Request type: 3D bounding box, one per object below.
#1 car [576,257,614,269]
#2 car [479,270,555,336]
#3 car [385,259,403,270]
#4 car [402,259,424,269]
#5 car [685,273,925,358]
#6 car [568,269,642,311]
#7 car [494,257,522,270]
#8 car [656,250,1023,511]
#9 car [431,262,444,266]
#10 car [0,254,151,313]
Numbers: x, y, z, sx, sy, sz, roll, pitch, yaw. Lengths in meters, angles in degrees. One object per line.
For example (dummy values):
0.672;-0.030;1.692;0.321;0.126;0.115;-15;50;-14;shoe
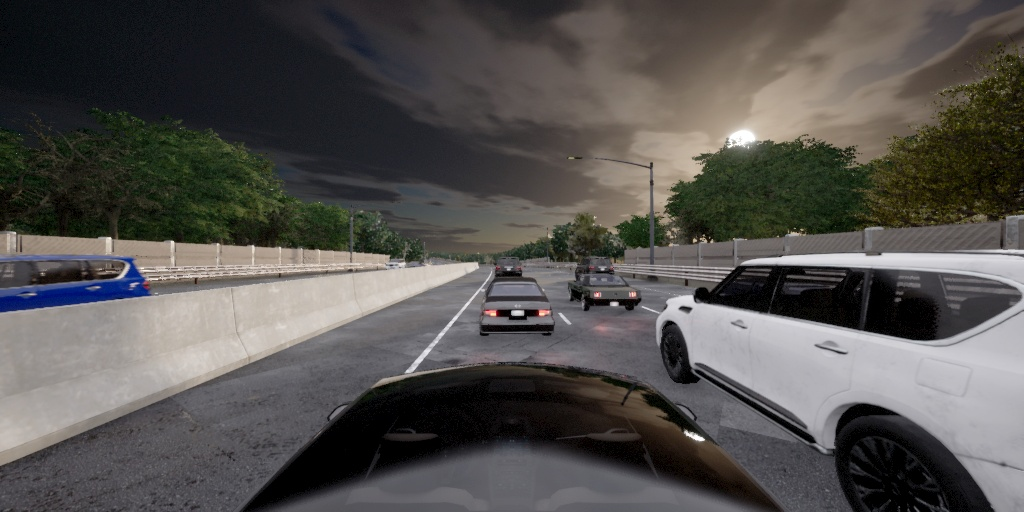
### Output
6.689;1.115;29.420;2.150;2.045;5.566;0;-1;-1;car
0.053;1.300;10.355;2.033;1.411;5.357;0;0;-2;car
-19.075;1.478;58.895;2.150;2.045;5.566;0;-1;-3;car
-15.513;1.577;57.328;2.097;1.767;4.553;0;-1;-2;car
7.051;1.299;9.722;2.033;1.411;5.357;0;0;-2;car
3.484;1.365;14.502;1.895;1.301;4.718;0;0;-1;car
-0.314;1.116;29.448;2.150;2.045;5.566;0;-1;-1;car
3.576;0.973;3.891;2.150;2.045;5.566;0;0;0;car
-12.033;1.726;57.939;2.128;1.511;4.902;0;-1;-2;car
-10.638;0.971;7.186;2.150;2.045;5.566;0;0;0;car
